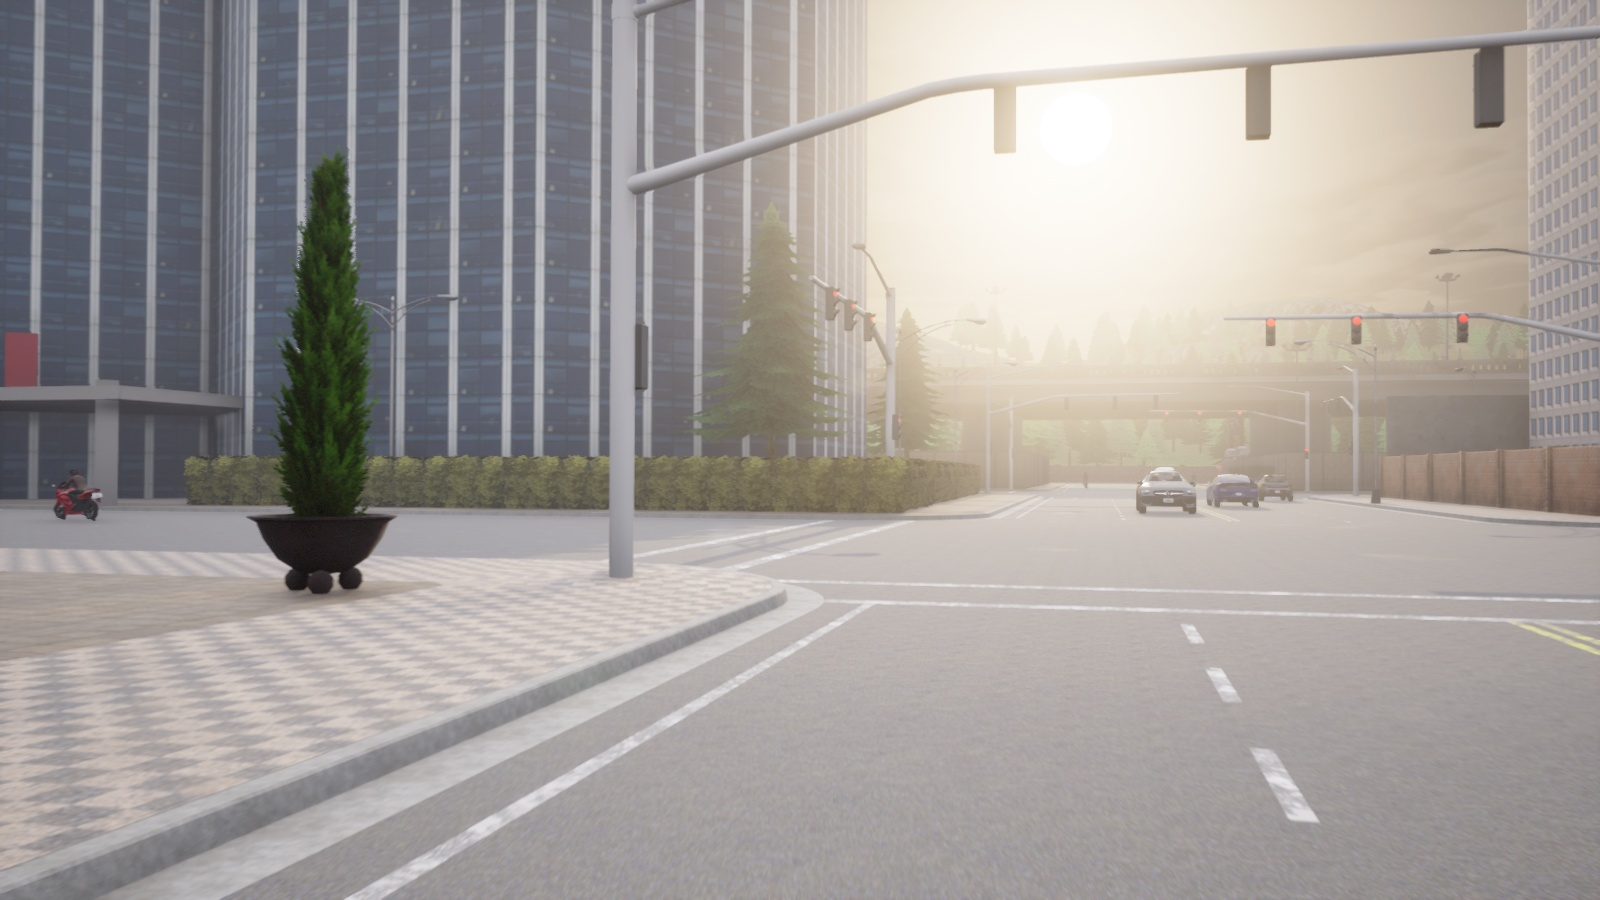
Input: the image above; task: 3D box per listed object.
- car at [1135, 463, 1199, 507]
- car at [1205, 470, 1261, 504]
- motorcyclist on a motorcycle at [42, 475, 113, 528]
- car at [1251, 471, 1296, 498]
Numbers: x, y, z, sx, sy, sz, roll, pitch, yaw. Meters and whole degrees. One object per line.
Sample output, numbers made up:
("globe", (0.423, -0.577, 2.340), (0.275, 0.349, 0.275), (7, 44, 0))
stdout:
("car", (14.432, 1.368, 49.603), (2.152, 1.651, 5.027), (0, -1, 13))
("car", (20.138, 1.695, 58.557), (1.882, 1.535, 5.008), (0, -1, 12))
("motorcyclist on a motorcycle", (-21.399, 1.506, 37.190), (2.044, 1.523, 0.797), (-1, -1, 26))
("car", (26.563, 1.906, 70.512), (1.816, 1.474, 4.193), (0, -1, 13))
